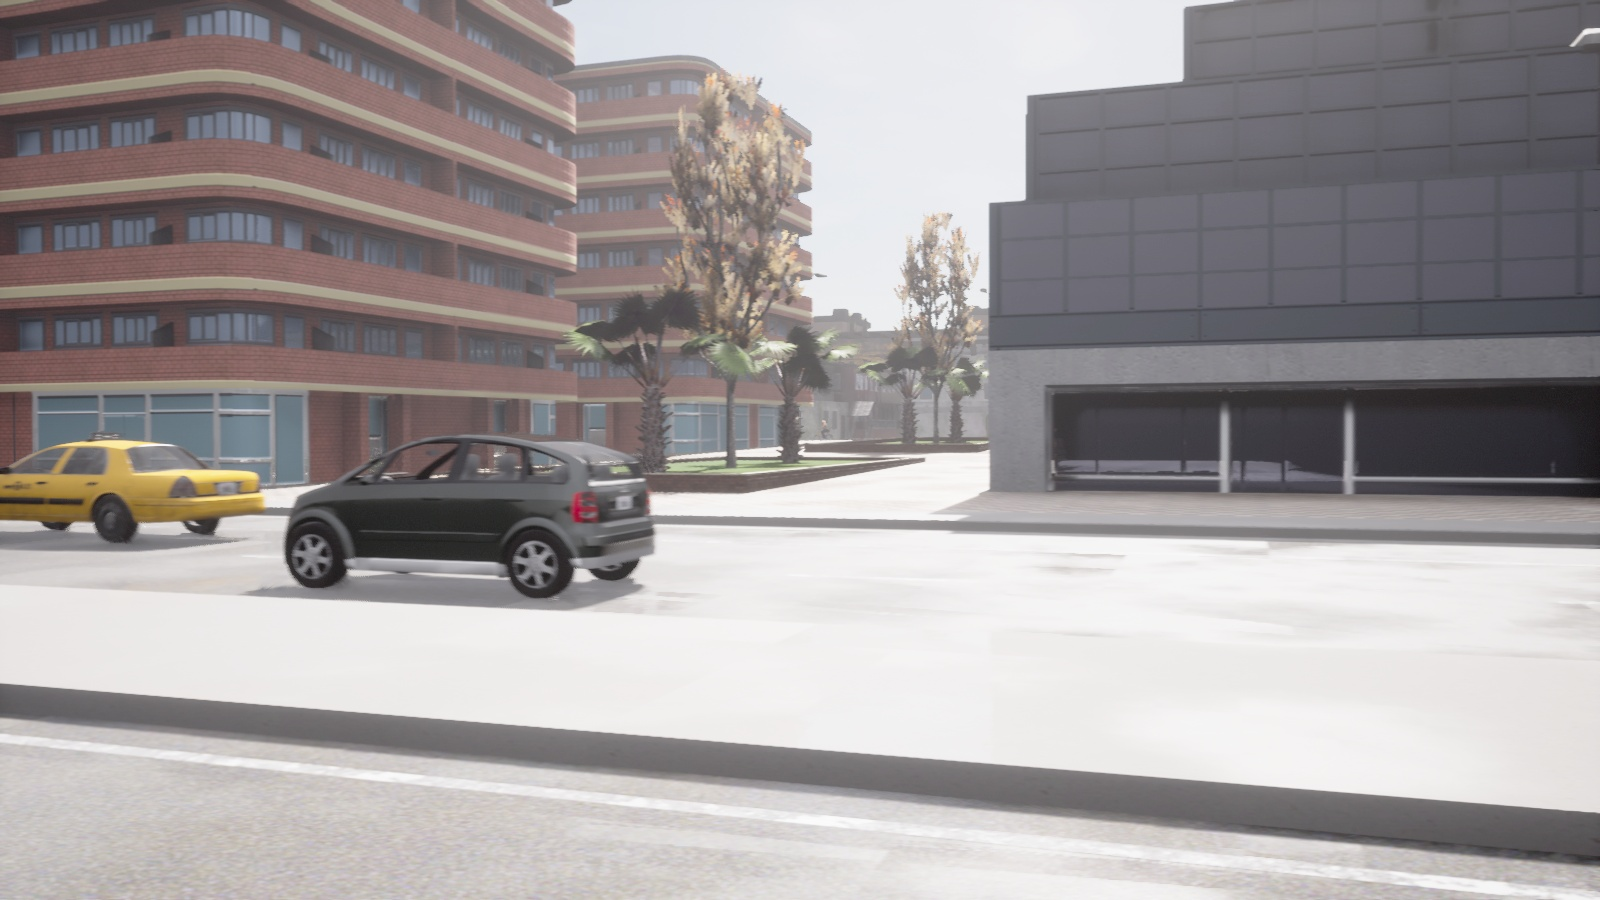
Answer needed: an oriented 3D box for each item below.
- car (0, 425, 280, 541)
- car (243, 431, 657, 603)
[{"bbox_3d":[-10.654,0.423,18.900,5.366,1.575,1.801,1,1,19],"label":"car"},{"bbox_3d":[-3.531,0.587,12.817,3.705,1.549,1.789,1,1,19],"label":"car"}]
